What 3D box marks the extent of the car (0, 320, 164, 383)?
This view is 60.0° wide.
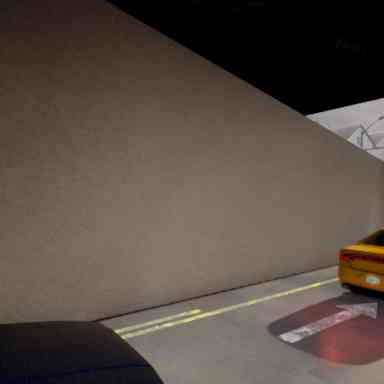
[{"bbox_3d":[-2.732,1.548,1.835,5.357,1.411,2.033,0,0,-35],"label":"car"}]

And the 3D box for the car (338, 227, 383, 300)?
[{"bbox_3d":[5.364,1.474,7.585,5.008,1.535,1.882,0,0,-35],"label":"car"}]
